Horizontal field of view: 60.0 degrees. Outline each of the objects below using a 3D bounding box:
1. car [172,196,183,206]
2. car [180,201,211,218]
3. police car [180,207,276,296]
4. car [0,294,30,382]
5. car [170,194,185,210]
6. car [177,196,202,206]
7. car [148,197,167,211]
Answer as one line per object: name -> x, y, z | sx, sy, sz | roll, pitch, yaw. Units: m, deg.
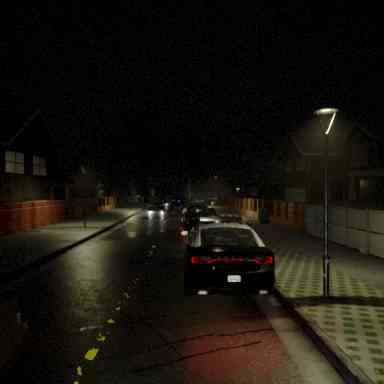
car -> -2.669, 1.602, 60.100 | 1.882, 1.535, 5.008 | 0, 0, -3
car -> 0.454, 1.493, 18.769 | 1.882, 1.535, 5.008 | 0, 0, -2
police car -> 0.745, 1.427, 8.835 | 1.930, 1.638, 5.238 | 0, 0, -1
car -> -2.869, 1.547, 1.671 | 2.033, 1.411, 5.357 | 0, 0, 0
car -> -1.833, 1.311, 45.804 | 2.150, 2.045, 5.566 | 0, 0, -3
car -> 0.177, 1.380, 24.762 | 2.097, 1.767, 4.553 | 0, 0, -3
car -> -4.574, 1.611, 42.874 | 1.812, 1.442, 4.674 | 0, 0, -3
